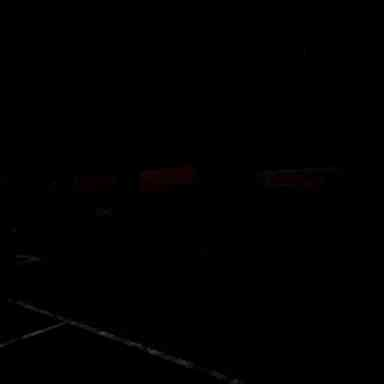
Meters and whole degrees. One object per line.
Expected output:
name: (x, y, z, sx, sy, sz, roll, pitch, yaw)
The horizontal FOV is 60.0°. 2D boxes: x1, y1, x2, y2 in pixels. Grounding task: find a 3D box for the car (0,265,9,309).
car: (-5.331, 1.629, 6.643, 4.313, 1.339, 1.947, 0, -2, 36)
